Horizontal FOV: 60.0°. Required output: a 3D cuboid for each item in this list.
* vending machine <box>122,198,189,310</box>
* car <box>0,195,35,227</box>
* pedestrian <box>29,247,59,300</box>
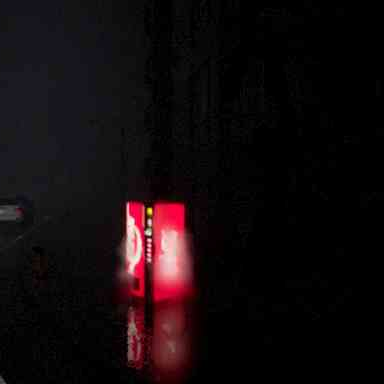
[{"bbox_3d":[-0.774,1.188,7.001,1.100,2.100,0.880,0,0,-38],"label":"vending machine"},{"bbox_3d":[-11.858,1.186,21.938,2.150,2.045,5.566,0,0,-18],"label":"car"},{"bbox_3d":[-2.932,1.511,6.415,0.500,1.100,0.500,0,0,-36],"label":"pedestrian"}]
